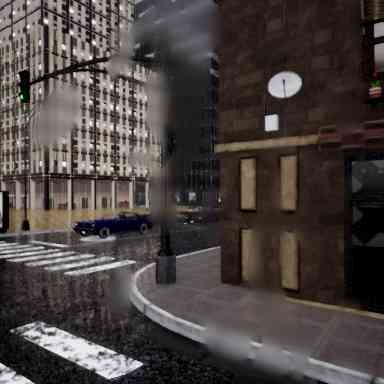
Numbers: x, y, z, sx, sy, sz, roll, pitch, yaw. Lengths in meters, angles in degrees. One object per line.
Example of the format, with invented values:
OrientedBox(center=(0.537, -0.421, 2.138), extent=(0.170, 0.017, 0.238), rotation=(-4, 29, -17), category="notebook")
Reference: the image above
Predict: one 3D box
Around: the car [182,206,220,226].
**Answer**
OrientedBox(center=(1.541, 1.928, 27.510), extent=(2.033, 1.411, 5.357), rotation=(-1, -1, 35), category="car")

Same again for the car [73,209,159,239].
OrientedBox(center=(-4.365, 1.834, 19.157), extent=(1.895, 1.301, 4.718), rotation=(-1, -1, 36), category="car")

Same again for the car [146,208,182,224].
OrientedBox(center=(-3.134, 1.892, 25.602), extent=(2.008, 1.369, 4.403), rotation=(-2, -2, 35), category="car")

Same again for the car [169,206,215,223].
OrientedBox(center=(0.059, 1.974, 30.165), extent=(2.008, 1.369, 4.403), rotation=(-2, -2, 35), category="car")
